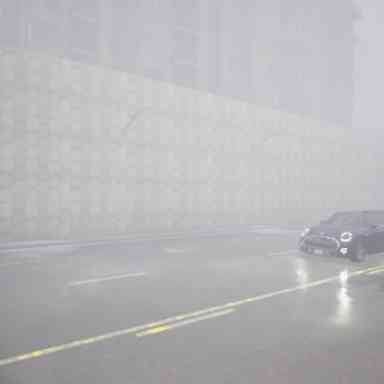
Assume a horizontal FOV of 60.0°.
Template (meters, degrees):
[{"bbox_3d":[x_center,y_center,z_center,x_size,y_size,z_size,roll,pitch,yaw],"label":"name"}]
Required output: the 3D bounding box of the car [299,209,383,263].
[{"bbox_3d":[6.209,1.512,12.838,4.553,1.767,2.097,1,0,-36],"label":"car"}]
